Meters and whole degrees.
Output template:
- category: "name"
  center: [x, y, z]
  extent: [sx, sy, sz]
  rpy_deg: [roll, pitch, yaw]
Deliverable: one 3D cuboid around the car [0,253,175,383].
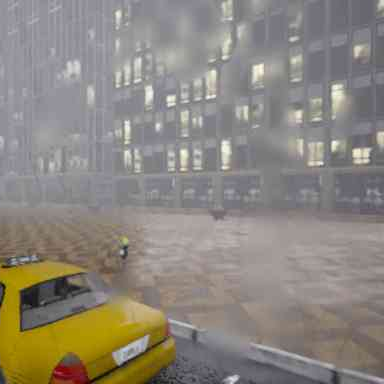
- category: "car"
  center: [-2.479, 1.539, 4.636]
  extent: [4.829, 1.417, 1.752]
  rpy_deg: [0, 0, 35]
